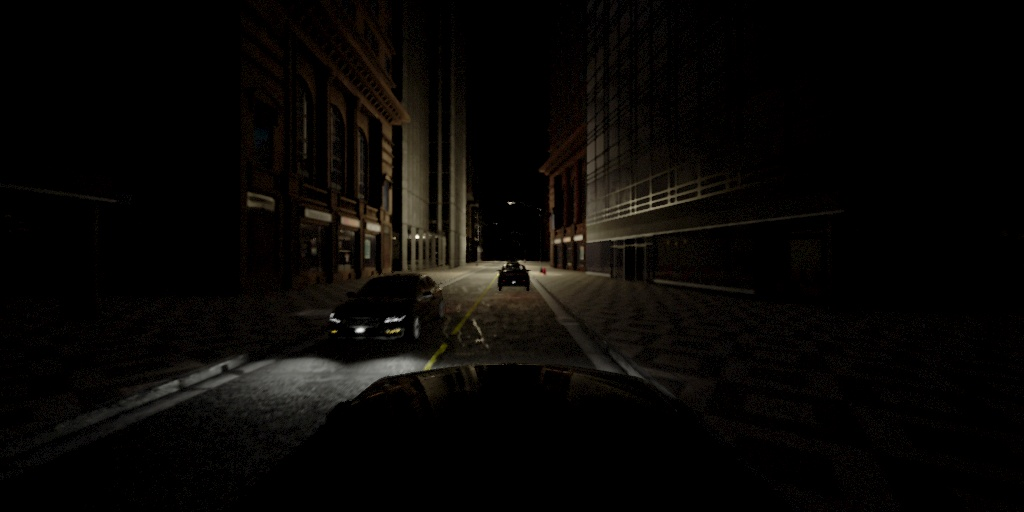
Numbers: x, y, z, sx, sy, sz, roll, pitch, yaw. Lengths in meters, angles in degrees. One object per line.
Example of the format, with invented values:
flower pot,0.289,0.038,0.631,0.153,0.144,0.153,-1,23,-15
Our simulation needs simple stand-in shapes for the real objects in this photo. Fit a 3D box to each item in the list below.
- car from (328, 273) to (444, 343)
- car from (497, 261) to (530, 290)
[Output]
car,-3.089,1.257,9.731,1.837,1.490,4.892,0,0,0
car,0.106,1.247,22.357,2.128,1.511,4.902,0,0,0
